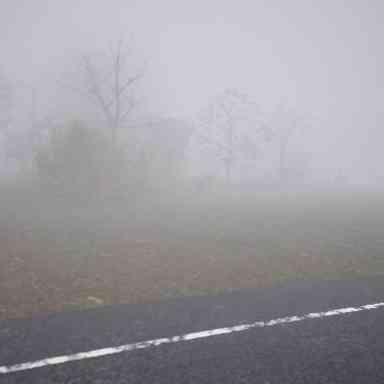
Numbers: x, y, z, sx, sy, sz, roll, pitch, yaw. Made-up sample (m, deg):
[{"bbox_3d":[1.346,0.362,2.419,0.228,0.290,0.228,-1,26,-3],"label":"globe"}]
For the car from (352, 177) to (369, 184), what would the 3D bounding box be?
[{"bbox_3d":[37.592,-2.672,74.222,1.994,1.385,4.181,1,4,-18],"label":"car"}]
